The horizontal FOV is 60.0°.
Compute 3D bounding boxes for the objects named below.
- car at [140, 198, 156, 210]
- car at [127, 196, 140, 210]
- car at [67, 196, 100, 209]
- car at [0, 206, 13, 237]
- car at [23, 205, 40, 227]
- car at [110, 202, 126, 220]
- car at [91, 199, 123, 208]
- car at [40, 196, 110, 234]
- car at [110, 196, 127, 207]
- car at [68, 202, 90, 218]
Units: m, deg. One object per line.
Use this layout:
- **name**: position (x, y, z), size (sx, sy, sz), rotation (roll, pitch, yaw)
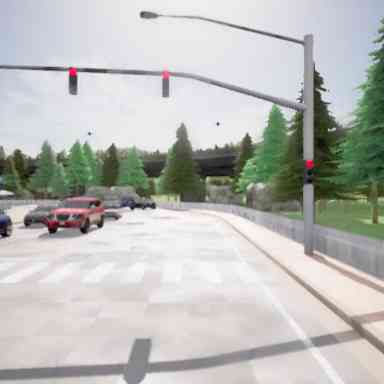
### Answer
- **car**: position (-7.318, 1.725, 49.957), size (2.097, 1.767, 4.553), rotation (0, -1, -38)
- **car**: position (-10.193, 1.574, 47.965), size (2.150, 2.045, 5.566), rotation (0, -1, -38)
- **car**: position (-18.026, 1.614, 55.057), size (5.566, 2.045, 2.150), rotation (0, -1, 32)
- **car**: position (-10.571, 1.453, 15.759), size (2.097, 1.767, 4.553), rotation (0, 0, 1)
- **car**: position (-10.678, 1.675, 24.725), size (1.837, 1.490, 4.892), rotation (0, 0, -1)
- **car**: position (-7.482, 1.823, 30.593), size (1.895, 1.301, 4.718), rotation (0, 0, -6)
- **car**: position (-14.591, 1.961, 56.947), size (5.357, 1.411, 2.033), rotation (0, -1, 32)
- **car**: position (-7.055, 1.368, 20.839), size (2.150, 2.045, 5.566), rotation (0, 0, 0)
- **car**: position (-9.941, 1.517, 40.680), size (2.150, 2.045, 5.566), rotation (0, 0, -25)
- **car**: position (-11.679, 1.810, 34.641), size (1.994, 1.385, 4.181), rotation (0, 0, -16)
